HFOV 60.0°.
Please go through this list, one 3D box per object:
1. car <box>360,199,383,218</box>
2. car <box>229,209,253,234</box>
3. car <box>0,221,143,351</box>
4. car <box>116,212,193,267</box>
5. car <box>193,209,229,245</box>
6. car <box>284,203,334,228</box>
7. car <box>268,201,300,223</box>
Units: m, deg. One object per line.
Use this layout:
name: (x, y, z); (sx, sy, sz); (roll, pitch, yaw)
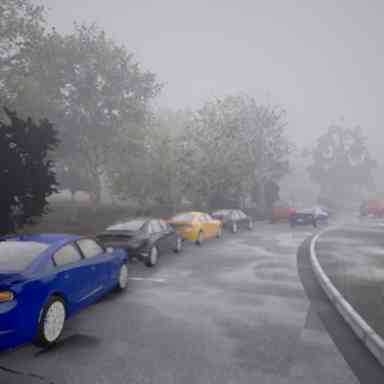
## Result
car: (21.112, 1.819, 37.737); (5.566, 2.045, 2.150); (1, -3, -40)
car: (2.607, 1.904, 22.486); (2.231, 1.521, 4.892); (-1, -2, 30)
car: (-2.748, 1.527, 6.454); (2.097, 1.535, 5.008); (0, -2, 8)
car: (-1.737, 1.630, 12.041); (2.231, 1.521, 4.892); (0, -1, 14)
car: (0.094, 1.775, 17.326); (2.097, 1.535, 5.008); (-1, -1, 22)
car: (9.147, 1.896, 25.676); (1.882, 1.535, 5.008); (-2, -2, 36)
car: (9.348, 1.840, 31.722); (2.435, 2.045, 5.566); (-2, -2, 41)
